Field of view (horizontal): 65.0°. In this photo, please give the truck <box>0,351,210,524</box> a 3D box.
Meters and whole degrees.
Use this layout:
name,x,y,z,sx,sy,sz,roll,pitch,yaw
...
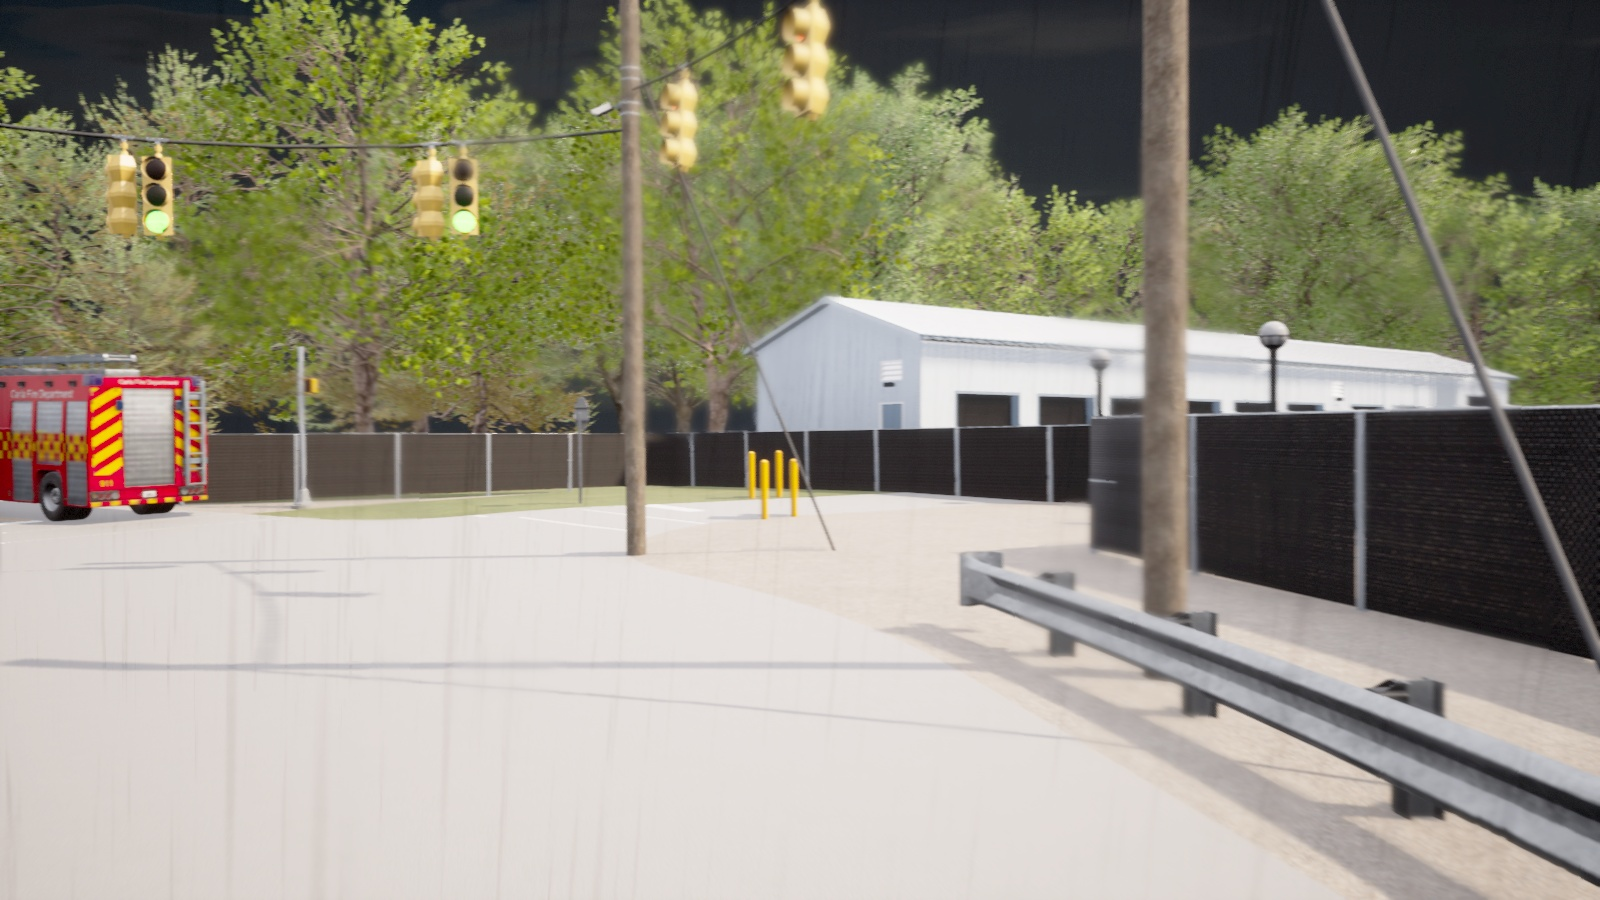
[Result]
name,x,y,z,sx,sy,sz,roll,pitch,yaw
truck,-18.557,-0.402,31.237,8.468,3.827,2.891,1,3,33
